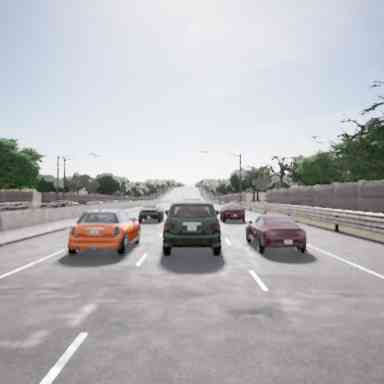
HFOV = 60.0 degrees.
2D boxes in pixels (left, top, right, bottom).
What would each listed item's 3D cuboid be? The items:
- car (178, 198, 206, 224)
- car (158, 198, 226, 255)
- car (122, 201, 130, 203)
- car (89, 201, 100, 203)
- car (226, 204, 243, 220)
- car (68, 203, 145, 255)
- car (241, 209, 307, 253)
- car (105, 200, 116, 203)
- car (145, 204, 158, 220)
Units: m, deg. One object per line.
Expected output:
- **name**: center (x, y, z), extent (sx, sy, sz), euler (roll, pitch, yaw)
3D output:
- **car**: center (0.001, 1.526, 29.029), extent (2.150, 2.045, 5.566), euler (0, -1, 0)
- **car**: center (0.001, 1.359, 14.042), extent (2.150, 2.045, 5.566), euler (0, 0, 0)
- **car**: center (-14.001, 2.561, 70.992), extent (2.033, 1.411, 5.357), euler (0, -1, 0)
- **car**: center (-21.001, 2.561, 70.992), extent (2.033, 1.411, 5.357), euler (0, -1, 0)
- **car**: center (3.505, 1.793, 29.478), extent (1.882, 1.535, 5.008), euler (0, -1, 0)
- **car**: center (-3.497, 1.493, 14.070), extent (2.097, 1.767, 4.553), euler (0, -1, 0)
- **car**: center (3.505, 1.672, 14.380), extent (1.812, 1.442, 4.674), euler (0, 0, 0)
- **car**: center (-17.501, 2.499, 70.993), extent (1.882, 1.535, 5.008), euler (0, -1, 0)
- **car**: center (-3.496, 1.820, 29.301), extent (1.837, 1.490, 4.892), euler (0, 0, 0)
